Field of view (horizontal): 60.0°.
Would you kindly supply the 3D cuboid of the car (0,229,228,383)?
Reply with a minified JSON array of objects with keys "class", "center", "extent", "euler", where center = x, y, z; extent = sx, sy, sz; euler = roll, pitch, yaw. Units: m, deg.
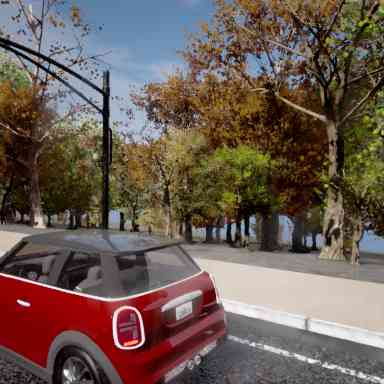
[{"class":"car","center":[-1.815,1.351,4.979],"extent":[4.553,1.767,2.097],"euler":[0,0,36]}]
